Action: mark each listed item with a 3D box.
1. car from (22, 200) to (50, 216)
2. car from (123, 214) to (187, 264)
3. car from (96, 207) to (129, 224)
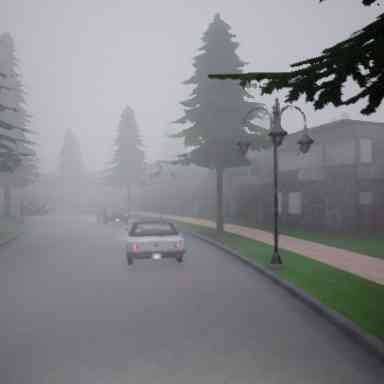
[{"bbox_3d":[-17.676,1.726,37.462,2.097,1.767,4.553,0,-1,-41],"label":"car"},{"bbox_3d":[-1.509,1.699,12.370,1.895,1.301,4.718,0,0,-11],"label":"car"},{"bbox_3d":[-6.520,1.833,26.969,1.895,1.301,4.718,0,0,-25],"label":"car"}]
